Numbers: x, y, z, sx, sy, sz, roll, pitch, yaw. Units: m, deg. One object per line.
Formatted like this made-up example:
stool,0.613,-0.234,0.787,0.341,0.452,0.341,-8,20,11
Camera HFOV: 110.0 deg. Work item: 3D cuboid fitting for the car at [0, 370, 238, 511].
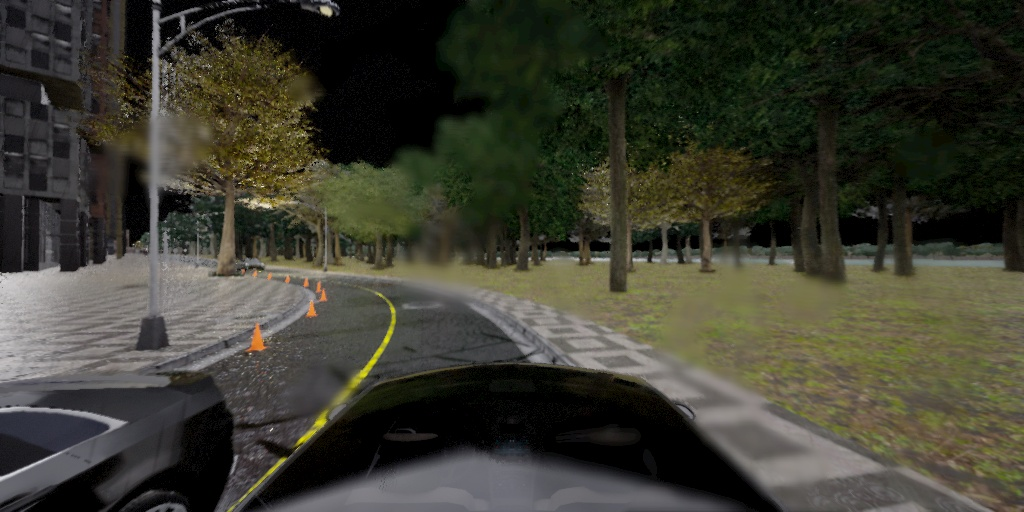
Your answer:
car,-2.800,1.236,0.463,2.128,1.511,4.902,0,-1,-2

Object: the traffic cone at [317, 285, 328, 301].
traffic cone,-8.782,1.781,16.705,0.340,0.580,0.340,0,0,-27

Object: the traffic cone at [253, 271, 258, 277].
traffic cone,-24.688,1.696,34.512,0.340,0.580,0.340,0,0,43

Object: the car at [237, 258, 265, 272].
car,-32.450,1.014,44.582,4.553,1.767,2.097,1,0,42

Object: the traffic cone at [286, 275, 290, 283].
traffic cone,-17.332,1.745,27.736,0.340,0.580,0.340,0,0,43

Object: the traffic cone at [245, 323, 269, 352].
traffic cone,-5.651,1.779,7.955,0.340,0.580,0.340,0,0,-12

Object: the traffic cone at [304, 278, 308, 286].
traffic cone,-14.001,1.763,24.397,0.340,0.580,0.340,0,0,-41

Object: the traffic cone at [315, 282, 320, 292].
traffic cone,-11.148,1.774,20.716,0.340,0.580,0.340,0,0,-34

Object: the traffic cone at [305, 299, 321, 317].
traffic cone,-6.939,1.786,12.429,0.340,0.580,0.340,0,0,-20

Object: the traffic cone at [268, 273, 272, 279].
traffic cone,-21.010,1.722,31.124,0.340,0.580,0.340,0,0,43

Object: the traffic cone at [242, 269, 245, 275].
traffic cone,-28.367,1.661,37.899,0.340,0.580,0.340,0,0,43
